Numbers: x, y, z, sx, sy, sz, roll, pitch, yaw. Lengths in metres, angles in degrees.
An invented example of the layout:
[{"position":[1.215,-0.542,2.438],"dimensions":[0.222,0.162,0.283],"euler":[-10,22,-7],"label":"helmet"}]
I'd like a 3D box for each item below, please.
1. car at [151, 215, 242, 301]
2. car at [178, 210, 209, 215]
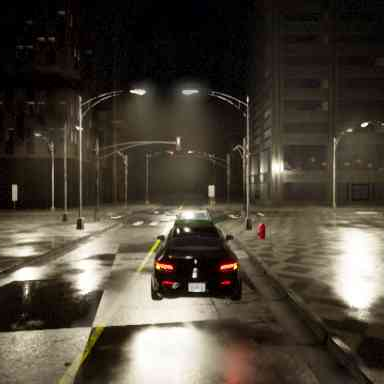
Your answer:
[{"position":[0.086,1.521,8.186],"dimensions":[1.812,1.442,4.674],"euler":[0,0,0],"label":"car"},{"position":[0.076,1.589,17.211],"dimensions":[1.895,1.301,4.718],"euler":[0,0,0],"label":"car"}]
